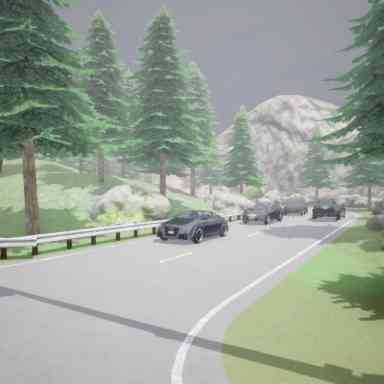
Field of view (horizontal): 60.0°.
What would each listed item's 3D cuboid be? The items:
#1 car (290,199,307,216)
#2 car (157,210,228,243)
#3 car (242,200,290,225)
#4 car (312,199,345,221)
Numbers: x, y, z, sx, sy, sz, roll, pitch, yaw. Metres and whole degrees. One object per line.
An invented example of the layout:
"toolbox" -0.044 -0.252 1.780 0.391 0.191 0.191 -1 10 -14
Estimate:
"car" 10.429 1.525 33.497 1.837 1.490 4.892 0 0 24
"car" 0.128 1.573 16.167 1.994 1.385 4.181 0 0 31
"car" 5.319 1.506 24.649 2.128 1.511 4.902 0 0 32
"car" 11.635 1.327 28.133 2.097 1.767 4.553 0 0 30
